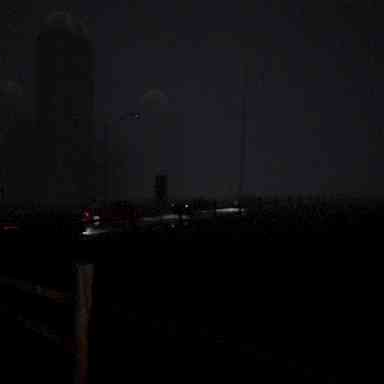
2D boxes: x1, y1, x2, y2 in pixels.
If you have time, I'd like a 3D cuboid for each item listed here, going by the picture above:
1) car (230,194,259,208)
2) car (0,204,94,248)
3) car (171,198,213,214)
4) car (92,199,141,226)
[{"bbox_3d":[6.157,0.949,38.246,2.128,1.511,4.902,1,1,35],"label":"car"},{"bbox_3d":[-6.642,1.452,14.534,1.994,1.385,4.181,1,1,25],"label":"car"},{"bbox_3d":[0.194,1.204,29.769,1.895,1.301,4.718,1,1,35],"label":"car"},{"bbox_3d":[-5.515,1.224,21.640,1.882,1.535,5.008,1,1,35],"label":"car"}]
